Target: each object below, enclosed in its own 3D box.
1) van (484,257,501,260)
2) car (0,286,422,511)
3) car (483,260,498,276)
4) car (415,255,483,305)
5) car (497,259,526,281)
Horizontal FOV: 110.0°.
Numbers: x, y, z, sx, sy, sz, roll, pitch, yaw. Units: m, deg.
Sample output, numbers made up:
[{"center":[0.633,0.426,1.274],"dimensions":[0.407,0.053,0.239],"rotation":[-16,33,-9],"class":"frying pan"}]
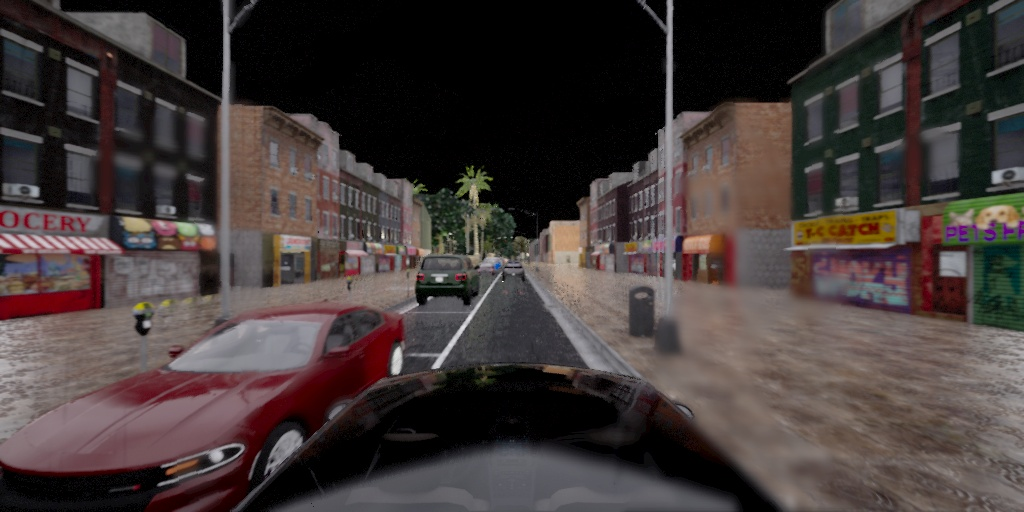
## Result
[{"center":[-2.560,1.114,42.568],"dimensions":[1.690,1.789,3.998],"rotation":[0,0,0],"class":"van"},{"center":[-2.639,1.290,4.322],"dimensions":[1.888,1.381,4.507],"rotation":[0,0,0],"class":"car"},{"center":[-2.571,1.346,37.104],"dimensions":[1.802,1.307,4.207],"rotation":[0,0,0],"class":"car"},{"center":[-2.724,0.969,16.167],"dimensions":[2.150,2.045,5.566],"rotation":[0,0,0],"class":"car"},{"center":[0.135,1.251,30.476],"dimensions":[2.128,1.511,4.902],"rotation":[0,0,0],"class":"car"}]
